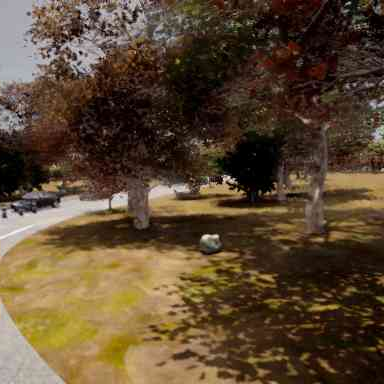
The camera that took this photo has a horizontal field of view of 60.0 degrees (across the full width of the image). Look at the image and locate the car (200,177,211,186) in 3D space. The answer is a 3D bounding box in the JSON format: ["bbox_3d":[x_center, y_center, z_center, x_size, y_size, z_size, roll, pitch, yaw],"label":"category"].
[{"bbox_3d":[1.363,-1.988,60.744,1.837,1.490,4.892,0,5,22],"label":"car"}]

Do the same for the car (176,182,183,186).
[{"bbox_3d":[-2.386,-2.193,60.877,2.150,2.045,5.566,0,5,22],"label":"car"}]

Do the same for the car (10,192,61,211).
[{"bbox_3d":[-13.291,0.751,28.535,2.128,1.511,4.902,0,3,12],"label":"car"}]

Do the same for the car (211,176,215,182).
[{"bbox_3d":[5.055,-2.764,70.103,1.994,1.385,4.181,0,5,19],"label":"car"}]

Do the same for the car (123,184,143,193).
[{"bbox_3d":[-7.862,-0.719,47.082,1.882,1.535,5.008,0,5,20],"label":"car"}]

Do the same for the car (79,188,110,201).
[{"bbox_3d":[-10.925,0.120,37.856,1.812,1.442,4.674,0,5,17],"label":"car"}]
